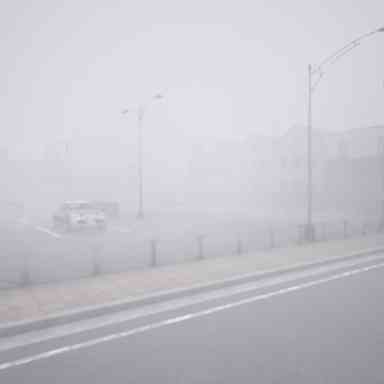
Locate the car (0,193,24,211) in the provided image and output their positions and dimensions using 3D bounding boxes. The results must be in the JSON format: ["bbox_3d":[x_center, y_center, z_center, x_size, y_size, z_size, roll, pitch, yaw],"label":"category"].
[{"bbox_3d":[-20.407,1.075,37.732,1.905,1.878,3.866,0,0,-36],"label":"car"}]

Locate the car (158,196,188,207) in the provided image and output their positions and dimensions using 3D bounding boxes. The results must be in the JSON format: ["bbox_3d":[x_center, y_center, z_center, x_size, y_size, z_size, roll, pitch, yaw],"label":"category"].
[{"bbox_3d":[-2.689,1.299,45.697,2.033,1.411,5.357,0,0,-35],"label":"car"}]

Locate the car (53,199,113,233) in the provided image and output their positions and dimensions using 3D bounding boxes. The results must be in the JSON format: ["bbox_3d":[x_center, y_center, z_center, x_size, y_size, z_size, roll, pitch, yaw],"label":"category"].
[{"bbox_3d":[-5.931,1.232,17.437,1.970,1.475,3.806,0,0,-36],"label":"car"}]

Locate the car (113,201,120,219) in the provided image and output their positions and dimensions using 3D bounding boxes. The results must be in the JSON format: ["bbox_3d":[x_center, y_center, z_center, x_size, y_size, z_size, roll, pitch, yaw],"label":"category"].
[{"bbox_3d":[-7.045,1.286,25.303,2.007,1.523,4.514,0,0,-36],"label":"car"}]

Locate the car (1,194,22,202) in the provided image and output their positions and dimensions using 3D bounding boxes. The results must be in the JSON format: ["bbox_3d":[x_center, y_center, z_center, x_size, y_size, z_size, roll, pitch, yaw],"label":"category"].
[{"bbox_3d":[-39.473,1.295,72.852,3.866,1.878,1.905,0,0,-36],"label":"car"}]

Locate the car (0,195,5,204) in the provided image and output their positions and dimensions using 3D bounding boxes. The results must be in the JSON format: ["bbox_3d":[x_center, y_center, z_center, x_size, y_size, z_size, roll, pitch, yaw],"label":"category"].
[{"bbox_3d":[-39.714,1.475,65.724,4.611,1.667,2.242,0,0,-36],"label":"car"}]
